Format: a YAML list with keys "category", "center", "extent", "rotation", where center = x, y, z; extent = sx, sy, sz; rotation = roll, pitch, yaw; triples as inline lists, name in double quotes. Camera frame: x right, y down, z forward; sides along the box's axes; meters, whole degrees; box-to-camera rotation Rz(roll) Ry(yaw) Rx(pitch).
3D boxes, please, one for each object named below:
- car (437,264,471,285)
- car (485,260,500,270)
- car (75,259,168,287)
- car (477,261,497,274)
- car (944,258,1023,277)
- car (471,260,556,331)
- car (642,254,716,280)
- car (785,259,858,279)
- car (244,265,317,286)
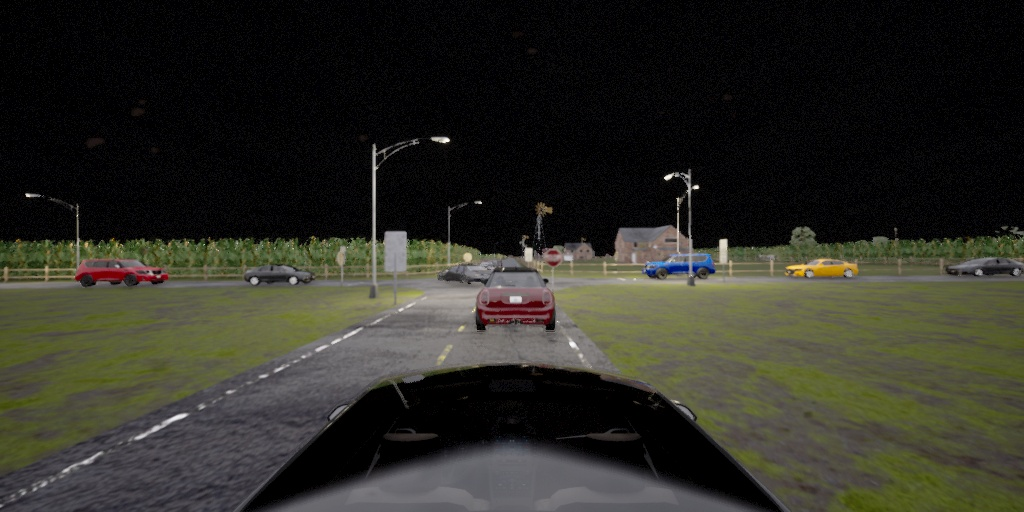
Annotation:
- category: "car"
  center: [-3.420, 1.312, 26.181]
  extent: [2.033, 1.411, 5.357]
  rotation: [0, 0, -41]
- category: "car"
  center: [-2.856, 1.304, 53.450]
  extent: [1.837, 1.490, 4.892]
  rotation: [0, 0, 0]
- category: "car"
  center: [-29.501, 1.238, 27.178]
  extent: [5.566, 2.045, 2.150]
  rotation: [-1, 0, 1]
- category: "car"
  center: [-2.866, 1.330, 42.534]
  extent: [2.033, 1.411, 5.357]
  rotation: [0, 0, 0]
- category: "car"
  center: [38.116, 0.917, 28.990]
  extent: [4.892, 1.490, 1.837]
  rotation: [-2, 0, 1]
- category: "car"
  center: [0.095, 1.106, 11.104]
  extent: [2.097, 1.767, 4.553]
  rotation: [0, 0, 0]
- category: "car"
  center: [13.632, 0.858, 29.412]
  extent: [5.566, 2.045, 2.150]
  rotation: [-1, 0, 1]
- category: "car"
  center: [25.120, 1.011, 29.220]
  extent: [5.008, 1.535, 1.882]
  rotation: [-1, 0, 1]
- category: "car"
  center: [-17.345, 1.410, 26.980]
  extent: [4.892, 1.490, 1.837]
  rotation: [-1, 0, 1]
